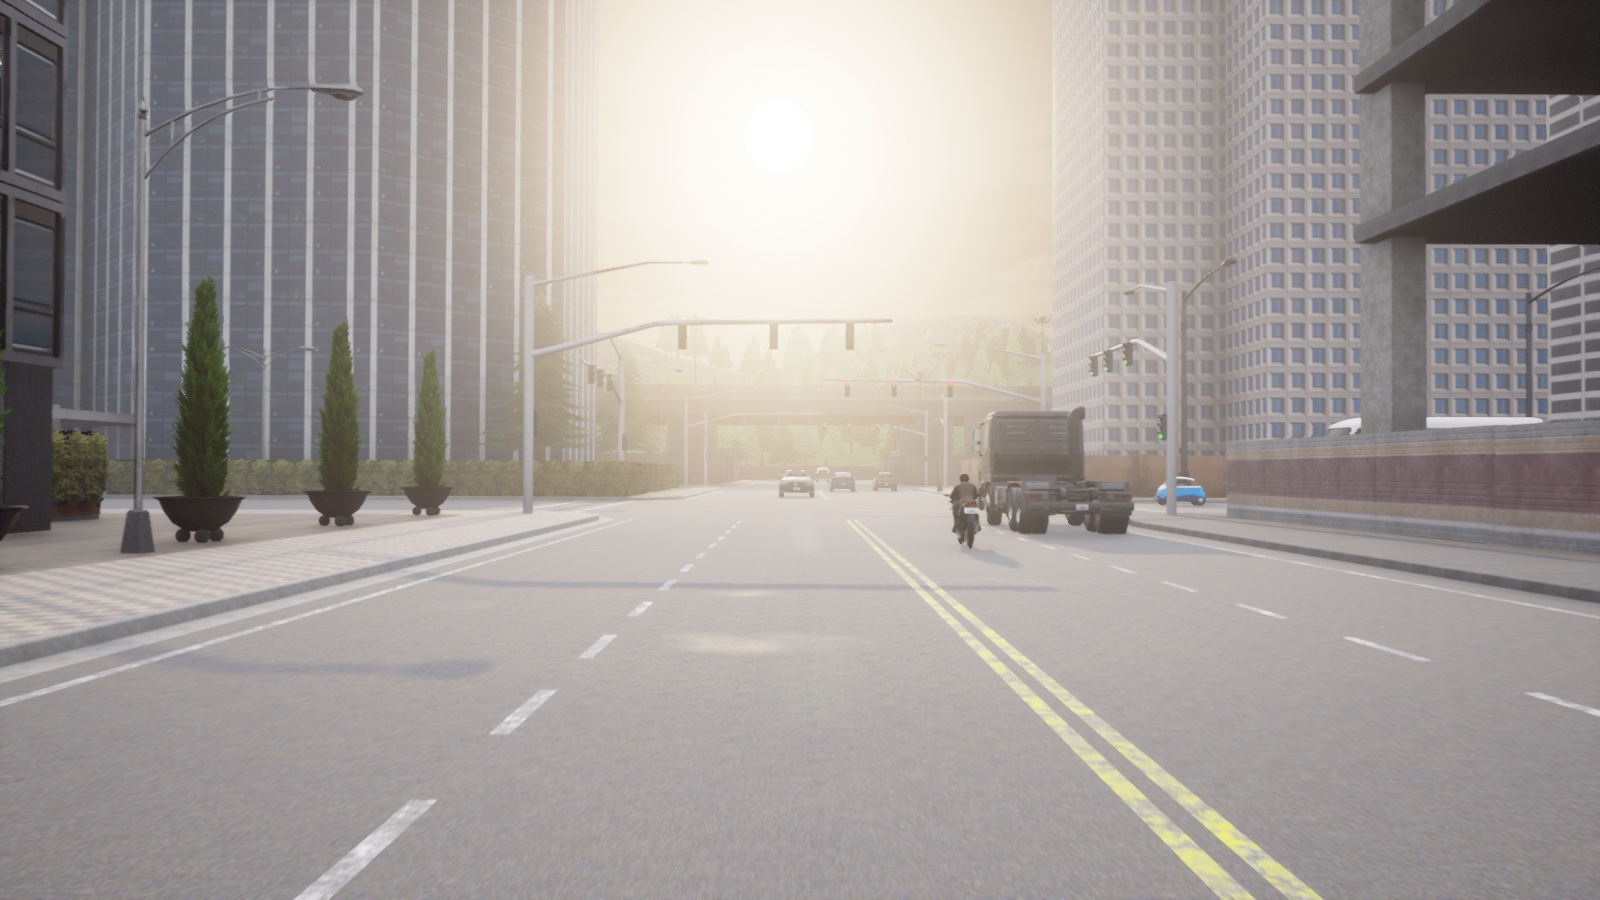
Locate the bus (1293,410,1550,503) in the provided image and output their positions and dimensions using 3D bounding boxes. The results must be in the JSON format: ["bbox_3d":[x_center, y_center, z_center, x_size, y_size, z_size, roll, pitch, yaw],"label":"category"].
[{"bbox_3d":[29.480,0.334,59.995,10.273,4.253,3.944,0,-1,0],"label":"bus"}]

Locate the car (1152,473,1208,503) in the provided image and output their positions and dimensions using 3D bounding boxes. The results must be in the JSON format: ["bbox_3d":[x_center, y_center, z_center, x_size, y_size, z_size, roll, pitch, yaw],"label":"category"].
[{"bbox_3d":[18.163,1.812,60.027,2.207,1.376,1.481,0,-1,0],"label":"car"}]

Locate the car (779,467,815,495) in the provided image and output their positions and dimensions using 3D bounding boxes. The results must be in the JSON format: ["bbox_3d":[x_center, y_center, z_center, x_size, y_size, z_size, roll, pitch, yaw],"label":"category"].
[{"bbox_3d":[-0.187,1.896,77.007,2.152,1.651,5.027,0,-1,0],"label":"car"}]

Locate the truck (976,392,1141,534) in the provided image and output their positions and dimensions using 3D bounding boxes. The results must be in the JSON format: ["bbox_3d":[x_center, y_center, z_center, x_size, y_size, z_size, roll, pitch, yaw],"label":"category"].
[{"bbox_3d":[6.911,0.393,34.833,2.891,3.462,7.936,0,-1,0],"label":"truck"}]

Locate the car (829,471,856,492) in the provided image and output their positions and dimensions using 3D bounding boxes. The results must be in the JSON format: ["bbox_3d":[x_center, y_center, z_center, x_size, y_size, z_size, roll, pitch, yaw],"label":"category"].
[{"bbox_3d":[3.264,2.416,96.839,1.882,1.535,5.008,0,-1,0],"label":"car"}]

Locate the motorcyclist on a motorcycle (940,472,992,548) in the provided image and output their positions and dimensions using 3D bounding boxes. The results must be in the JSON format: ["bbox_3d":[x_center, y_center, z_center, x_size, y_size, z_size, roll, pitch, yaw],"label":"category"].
[{"bbox_3d":[3.436,1.226,26.203,0.797,1.523,2.044,0,-1,0],"label":"motorcyclist on a motorcycle"}]
